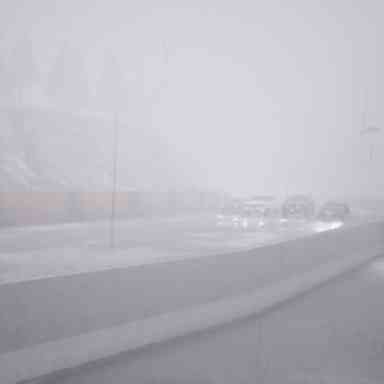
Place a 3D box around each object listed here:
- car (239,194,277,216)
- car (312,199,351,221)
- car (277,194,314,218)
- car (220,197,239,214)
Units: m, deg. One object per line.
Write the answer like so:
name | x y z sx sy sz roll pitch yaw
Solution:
car | 6.977 1.242 32.725 2.150 2.045 5.566 0 0 31
car | 11.713 1.471 27.237 2.128 1.511 4.902 0 0 33
car | 10.030 1.222 31.009 2.150 2.045 5.566 0 0 31
car | 4.732 1.384 35.732 2.097 1.767 4.553 0 0 29
